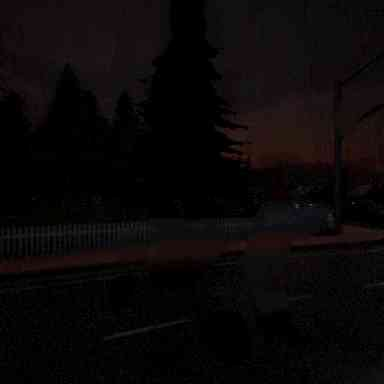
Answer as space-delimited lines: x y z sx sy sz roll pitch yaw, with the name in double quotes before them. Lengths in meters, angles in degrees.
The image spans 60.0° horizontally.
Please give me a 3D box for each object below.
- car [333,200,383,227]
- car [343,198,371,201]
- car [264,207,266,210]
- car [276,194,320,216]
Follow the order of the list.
"car" 12.268 1.567 23.402 2.033 1.411 5.357 0 0 -14
"car" 14.599 1.363 28.482 2.097 1.767 4.553 0 0 -14
"car" 7.750 1.562 41.367 1.895 1.301 4.718 0 0 -14
"car" 9.979 1.342 32.503 2.097 1.767 4.553 0 0 -14
